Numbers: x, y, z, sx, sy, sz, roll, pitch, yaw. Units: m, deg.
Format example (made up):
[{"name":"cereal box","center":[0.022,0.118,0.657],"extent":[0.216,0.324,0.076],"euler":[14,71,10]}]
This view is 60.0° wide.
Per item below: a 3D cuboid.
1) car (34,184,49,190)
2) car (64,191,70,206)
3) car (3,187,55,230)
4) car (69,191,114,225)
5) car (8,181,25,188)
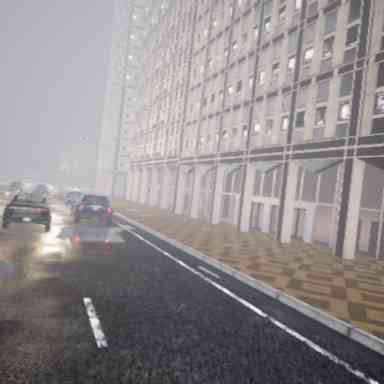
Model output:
[{"name":"car","center":[-20.783,-0.313,46.000],"extent":[1.812,1.442,4.674],"euler":[6,0,-24]},{"name":"car","center":[-11.332,0.595,32.274],"extent":[2.033,1.411,5.357],"euler":[6,0,-23]},{"name":"car","center":[-7.598,0.816,15.655],"extent":[2.128,1.511,4.902],"euler":[6,0,-24]},{"name":"car","center":[-6.118,0.857,20.295],"extent":[2.097,1.767,4.553],"euler":[6,0,-23]},{"name":"car","center":[-25.410,-0.796,48.161],"extent":[1.837,1.490,4.892],"euler":[6,0,-23]}]
